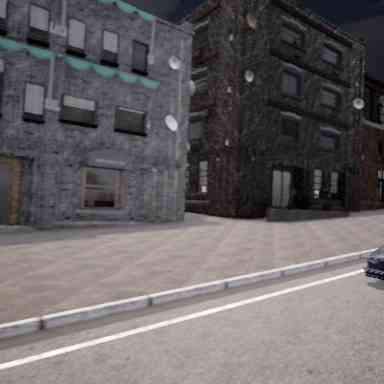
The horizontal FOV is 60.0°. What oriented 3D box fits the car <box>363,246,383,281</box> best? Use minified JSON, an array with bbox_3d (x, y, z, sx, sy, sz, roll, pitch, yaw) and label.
[{"bbox_3d":[6.726,1.542,8.779,5.357,1.411,2.033,0,0,-35],"label":"car"}]
